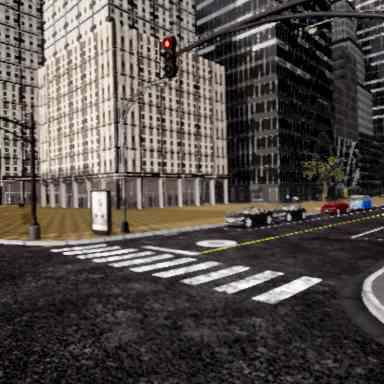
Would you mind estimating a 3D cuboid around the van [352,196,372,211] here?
[{"bbox_3d":[20.653,1.339,40.765,1.690,1.788,3.998,-3,-1,43],"label":"van"}]

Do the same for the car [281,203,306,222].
[{"bbox_3d":[7.739,1.627,26.978,2.008,1.369,4.403,-3,-1,43],"label":"car"}]

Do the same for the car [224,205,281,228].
[{"bbox_3d":[3.952,1.649,22.894,2.008,1.369,4.403,-3,-1,43],"label":"car"}]

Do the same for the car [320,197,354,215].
[{"bbox_3d":[14.864,1.578,34.595,1.887,1.381,4.507,-3,-1,43],"label":"car"}]
